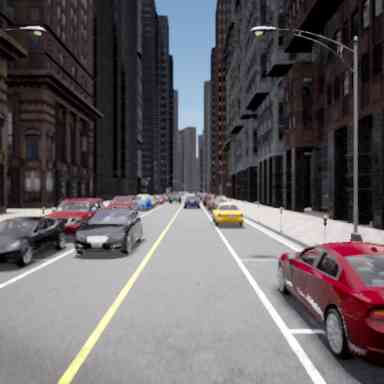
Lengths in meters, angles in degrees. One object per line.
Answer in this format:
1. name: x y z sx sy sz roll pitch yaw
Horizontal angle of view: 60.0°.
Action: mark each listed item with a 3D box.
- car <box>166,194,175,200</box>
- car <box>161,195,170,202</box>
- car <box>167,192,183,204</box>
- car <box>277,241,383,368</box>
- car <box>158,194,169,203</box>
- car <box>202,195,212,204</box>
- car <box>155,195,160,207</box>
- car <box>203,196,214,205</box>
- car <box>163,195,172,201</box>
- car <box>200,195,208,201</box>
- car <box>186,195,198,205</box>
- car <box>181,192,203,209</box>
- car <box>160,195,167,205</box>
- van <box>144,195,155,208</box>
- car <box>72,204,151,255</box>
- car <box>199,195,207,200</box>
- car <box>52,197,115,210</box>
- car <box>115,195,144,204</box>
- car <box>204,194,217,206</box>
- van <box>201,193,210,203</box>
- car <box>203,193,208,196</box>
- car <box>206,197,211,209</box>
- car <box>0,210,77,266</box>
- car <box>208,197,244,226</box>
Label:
1. car: -5.781 1.327 89.811 2.008 1.369 4.403 0 0 0
2. car: -5.777 1.393 73.005 1.802 1.307 4.206 0 0 0
3. car: -3.015 1.043 61.255 2.150 2.045 5.566 0 0 0
4. car: 2.764 1.527 5.798 1.887 1.381 4.507 0 0 0
5. car: -5.776 1.264 67.404 1.967 1.590 4.097 0 0 0
6. car: 2.751 1.361 61.989 1.752 1.417 4.829 0 0 0
7. car: -5.770 1.401 44.827 1.752 1.417 4.829 0 0 0
8. car: 2.752 1.431 56.218 1.802 1.307 4.206 0 0 0
9. car: -5.779 1.365 78.607 1.947 1.339 4.313 0 0 0
10. car: 2.746 1.381 78.626 1.802 1.307 4.206 0 0 0
11. car: -0.013 1.337 57.838 2.128 1.511 4.902 0 0 0
12. car: 0.021 1.232 43.952 2.097 1.767 4.553 0 0 1
13. car: -5.773 1.289 56.201 1.967 1.590 4.097 0 0 0
14. van: -5.769 1.230 39.394 1.690 1.788 3.998 0 0 0
15. car: -3.104 1.451 13.266 2.128 1.511 4.902 0 0 0
16. car: 2.745 1.369 84.228 1.802 1.307 4.206 0 0 0
17. car: -5.763 1.264 16.988 2.192 1.841 5.009 0 0 0
18. car: -5.766 1.233 28.192 2.192 1.841 5.009 0 0 0
19. car: 2.756 1.329 39.411 1.967 1.590 4.097 0 0 0
20. van: 2.750 1.165 67.421 1.690 1.788 3.998 0 0 0
21. car: 2.754 1.177 50.614 2.192 1.841 5.009 0 0 0
22. car: 2.757 1.454 33.809 2.008 1.369 4.403 0 0 0
23. car: -5.763 1.531 11.387 1.947 1.339 4.313 0 0 0
24. car: 2.345 1.391 22.645 1.801 1.575 5.366 0 0 0
